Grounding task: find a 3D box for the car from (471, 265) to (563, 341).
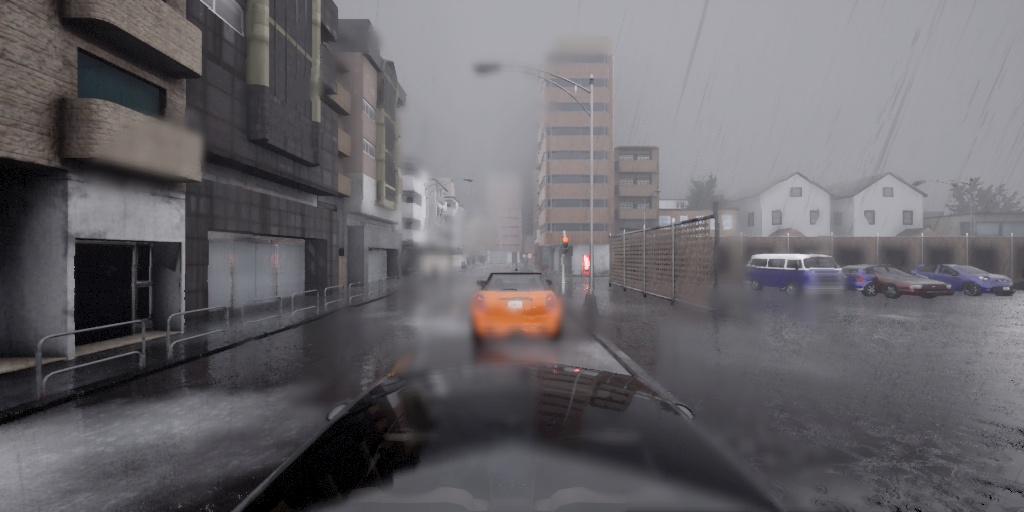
[{"bbox_3d":[0.102,1.102,10.009,2.097,1.767,4.553,0,0,0],"label":"car"}]
